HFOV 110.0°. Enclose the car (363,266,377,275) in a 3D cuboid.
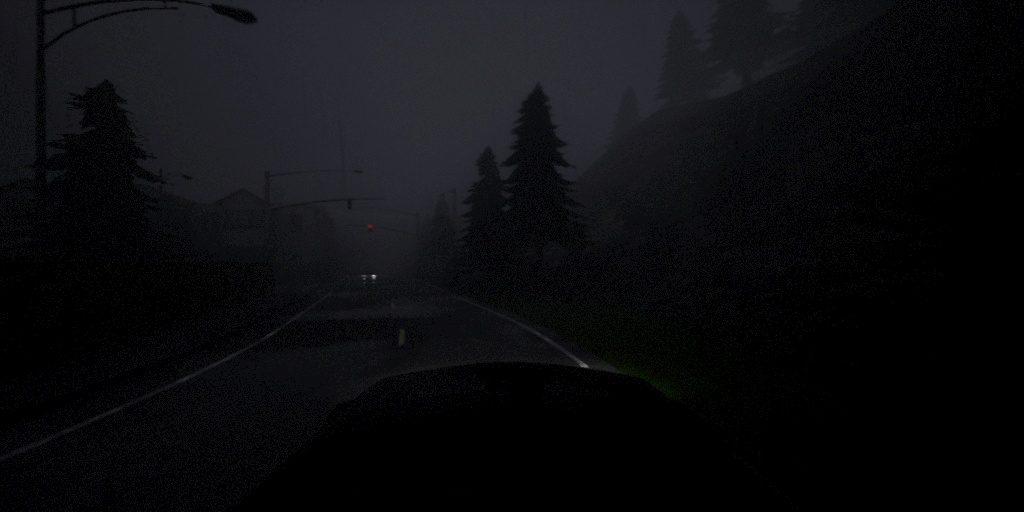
[{"bbox_3d":[-23.171,2.404,58.395,1.812,1.442,4.674,-1,0,-21],"label":"car"}]
